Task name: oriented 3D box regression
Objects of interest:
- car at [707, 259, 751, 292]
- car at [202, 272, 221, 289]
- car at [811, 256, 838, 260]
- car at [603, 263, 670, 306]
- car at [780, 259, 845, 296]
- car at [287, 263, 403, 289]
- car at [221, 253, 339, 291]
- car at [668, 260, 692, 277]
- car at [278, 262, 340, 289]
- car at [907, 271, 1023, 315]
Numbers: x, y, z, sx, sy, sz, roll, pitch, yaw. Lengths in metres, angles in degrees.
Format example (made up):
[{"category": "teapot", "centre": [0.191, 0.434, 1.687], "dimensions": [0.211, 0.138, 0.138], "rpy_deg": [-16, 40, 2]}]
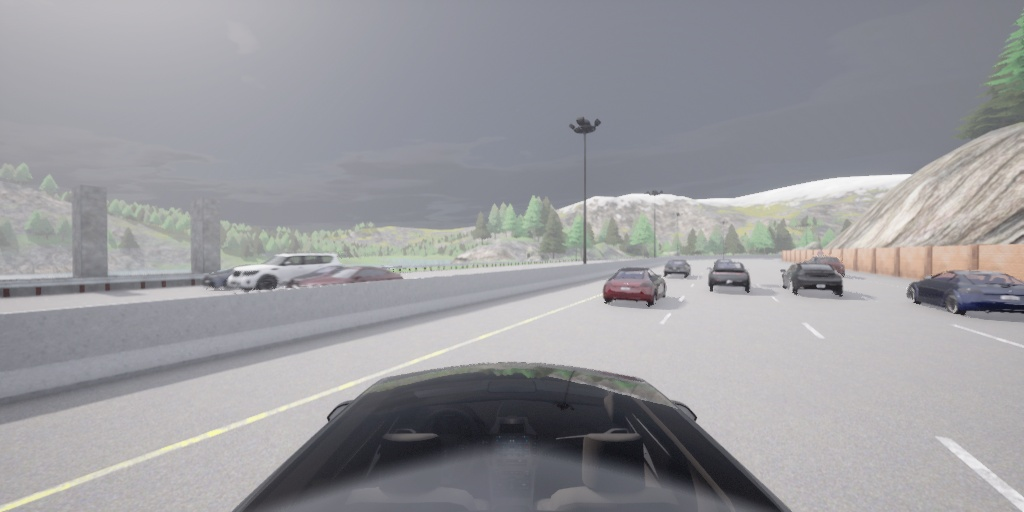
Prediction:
[{"category": "car", "centre": [11.939, 1.062, 19.799], "dimensions": [2.128, 1.511, 4.902], "rpy_deg": [0, 0, 30]}, {"category": "car", "centre": [-15.678, 1.186, 21.355], "dimensions": [1.994, 1.385, 4.181], "rpy_deg": [0, 0, 30]}, {"category": "car", "centre": [25.854, 0.809, 29.913], "dimensions": [2.097, 1.767, 4.553], "rpy_deg": [0, 1, 30]}, {"category": "car", "centre": [5.313, 1.188, 15.319], "dimensions": [1.994, 1.385, 4.181], "rpy_deg": [0, 1, 30]}, {"category": "car", "centre": [15.000, 1.083, 18.100], "dimensions": [1.837, 1.490, 4.892], "rpy_deg": [0, 0, 30]}, {"category": "car", "centre": [-6.817, 1.174, 15.703], "dimensions": [1.812, 1.442, 4.674], "rpy_deg": [0, 0, 30]}, {"category": "car", "centre": [-12.344, 0.848, 20.128], "dimensions": [2.150, 2.045, 5.566], "rpy_deg": [0, 0, 30]}, {"category": "car", "centre": [14.181, 1.023, 30.690], "dimensions": [2.033, 1.411, 5.357], "rpy_deg": [0, 1, 30]}, {"category": "car", "centre": [-9.212, 1.195, 18.554], "dimensions": [1.994, 1.385, 4.181], "rpy_deg": [0, 0, 30]}, {"category": "car", "centre": [15.698, 1.190, 12.307], "dimensions": [1.994, 1.385, 4.181], "rpy_deg": [0, 1, 30]}]
